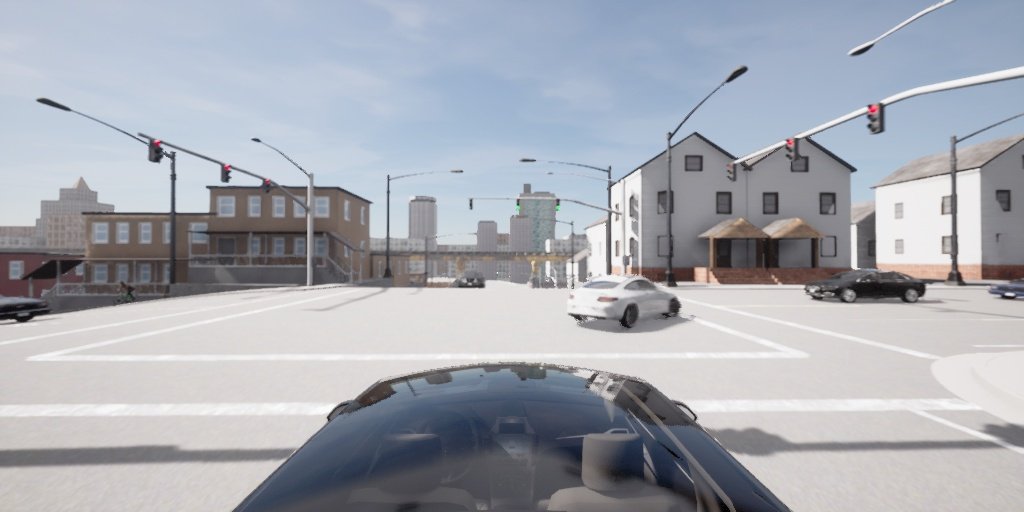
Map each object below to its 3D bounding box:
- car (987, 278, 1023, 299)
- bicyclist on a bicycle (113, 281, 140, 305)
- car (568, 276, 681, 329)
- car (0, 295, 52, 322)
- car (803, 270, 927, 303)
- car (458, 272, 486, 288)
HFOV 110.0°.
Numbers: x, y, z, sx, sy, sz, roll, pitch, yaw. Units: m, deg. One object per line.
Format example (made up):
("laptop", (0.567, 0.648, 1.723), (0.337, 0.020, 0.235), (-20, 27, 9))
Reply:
("car", (26.588, 1.459, 17.273), (5.357, 1.411, 2.033), (0, -1, -1))
("bicyclist on a bicycle", (-25.643, 2.446, 23.807), (0.582, 1.620, 1.656), (-8, 0, 0))
("car", (3.682, 1.358, 11.602), (4.674, 1.442, 1.812), (1, -2, -43))
("car", (-20.334, 1.938, 12.935), (5.357, 1.411, 2.033), (-5, -1, -1))
("car", (16.734, 1.416, 17.144), (4.892, 1.490, 1.837), (0, -1, -1))
("car", (-3.616, 2.496, 33.519), (2.150, 2.045, 5.566), (0, -9, 0))
